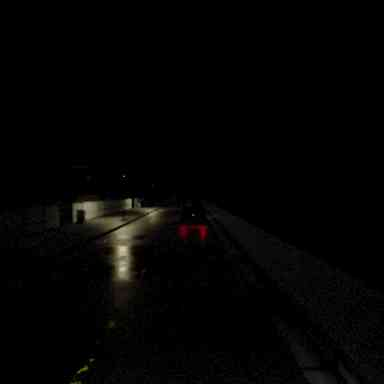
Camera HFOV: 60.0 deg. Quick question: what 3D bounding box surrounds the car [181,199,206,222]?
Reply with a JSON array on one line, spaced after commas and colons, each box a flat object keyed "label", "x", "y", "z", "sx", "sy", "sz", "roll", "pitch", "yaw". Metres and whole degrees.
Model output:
[{"label": "car", "x": 0.090, "y": 1.561, "z": 27.090, "sx": 1.882, "sy": 1.535, "sz": 5.008, "roll": 0, "pitch": 0, "yaw": 0}]

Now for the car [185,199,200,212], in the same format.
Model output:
[{"label": "car", "x": 0.101, "y": 1.650, "z": 42.332, "sx": 1.837, "sy": 1.490, "sz": 4.892, "roll": 0, "pitch": 0, "yaw": 0}]
